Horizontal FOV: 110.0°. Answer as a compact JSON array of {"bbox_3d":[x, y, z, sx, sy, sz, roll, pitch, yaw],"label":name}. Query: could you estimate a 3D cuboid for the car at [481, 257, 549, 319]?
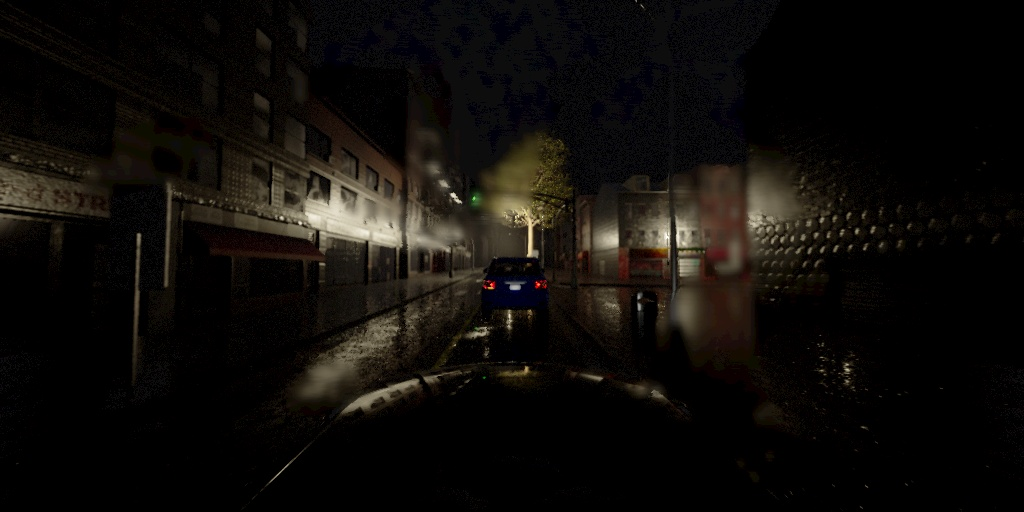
[{"bbox_3d":[0.091,1.058,13.317,2.150,2.045,5.566,0,-1,0],"label":"car"}]
